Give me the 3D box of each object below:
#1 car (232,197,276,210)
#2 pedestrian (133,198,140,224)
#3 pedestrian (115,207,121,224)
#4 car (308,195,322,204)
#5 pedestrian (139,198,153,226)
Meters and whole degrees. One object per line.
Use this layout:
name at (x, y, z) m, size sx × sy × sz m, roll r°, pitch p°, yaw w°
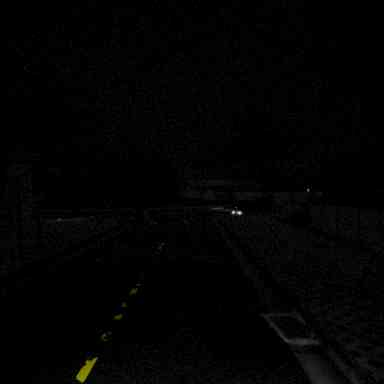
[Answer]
car at (7.356, 1.325, 39.145) m, size 5.357 × 1.411 × 2.033 m, roll -1°, pitch 3°, yaw -29°
pedestrian at (-3.687, 1.272, 22.412) m, size 0.375 × 1.860 × 0.375 m, roll -3°, pitch 3°, yaw 1°
pedestrian at (-4.885, 1.501, 21.729) m, size 0.500 × 1.100 × 0.500 m, roll -3°, pitch 3°, yaw 1°
car at (17.998, 1.129, 45.566) m, size 5.357 × 1.411 × 2.033 m, roll -1°, pitch 3°, yaw -34°
pedestrian at (-2.942, 1.272, 21.203) m, size 0.375 × 1.860 × 0.375 m, roll -3°, pitch 3°, yaw 1°
